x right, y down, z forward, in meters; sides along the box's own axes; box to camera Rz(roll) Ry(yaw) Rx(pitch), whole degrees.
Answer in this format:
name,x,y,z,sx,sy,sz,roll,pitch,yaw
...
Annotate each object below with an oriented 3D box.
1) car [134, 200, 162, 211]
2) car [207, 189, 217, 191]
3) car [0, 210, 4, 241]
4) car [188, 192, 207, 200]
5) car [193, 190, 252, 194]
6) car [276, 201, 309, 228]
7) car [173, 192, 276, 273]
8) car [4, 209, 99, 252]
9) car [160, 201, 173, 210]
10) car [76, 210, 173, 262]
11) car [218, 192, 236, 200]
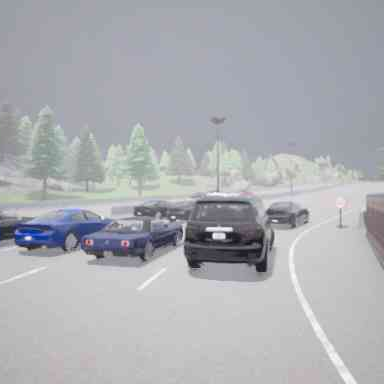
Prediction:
name,x,y,z,sx,sy,sz,roll,pitch,yaw
car,-2.616,1.414,26.992,1.882,1.535,5.008,-1,1,32
car,4.154,0.502,70.097,2.150,2.045,5.566,-1,1,33
car,-8.503,1.486,14.070,2.128,1.511,4.902,0,0,17
car,1.229,0.803,72.016,1.837,1.490,4.892,-1,1,33
car,2.562,1.119,22.117,2.150,2.045,5.566,-1,1,31
car,6.081,1.368,21.118,1.837,1.490,4.892,-1,1,32
car,1.391,1.136,10.654,2.150,2.045,5.566,-1,0,16
car,-4.889,1.441,13.852,1.882,1.535,5.008,-1,0,18
car,0.016,1.423,24.616,1.837,1.490,4.892,-1,1,32
car,-1.836,1.540,12.005,1.895,1.301,4.718,0,0,17
car,7.185,0.802,68.337,1.994,1.385,4.181,-1,1,33
